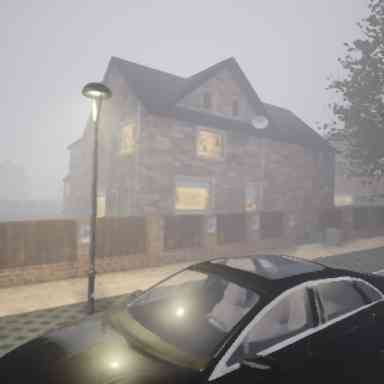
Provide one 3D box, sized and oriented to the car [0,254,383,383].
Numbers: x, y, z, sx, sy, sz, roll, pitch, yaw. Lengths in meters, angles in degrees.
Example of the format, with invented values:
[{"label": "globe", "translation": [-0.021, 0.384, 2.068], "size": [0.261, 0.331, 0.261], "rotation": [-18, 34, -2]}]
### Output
[{"label": "car", "translation": [0.514, 1.505, 3.426], "size": [4.902, 1.511, 2.128], "rotation": [0, 0, -35]}]
